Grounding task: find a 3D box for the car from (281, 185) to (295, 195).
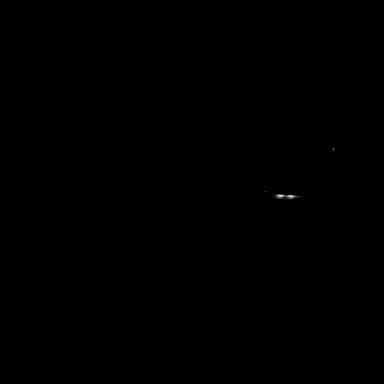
[{"bbox_3d":[15.445,-0.345,53.346,1.882,1.535,5.008,4,3,21],"label":"car"}]
